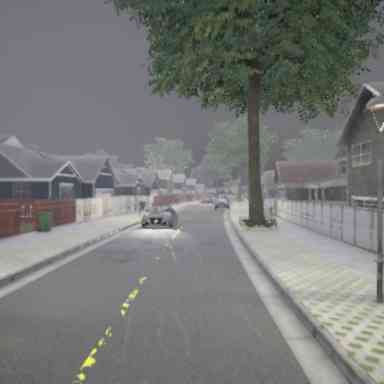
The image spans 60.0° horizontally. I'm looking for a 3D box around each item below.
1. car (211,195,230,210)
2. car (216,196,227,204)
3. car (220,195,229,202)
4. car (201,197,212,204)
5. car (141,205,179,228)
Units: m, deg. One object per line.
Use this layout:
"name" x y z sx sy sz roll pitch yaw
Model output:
"car" 3.942 1.544 43.527 1.812 1.442 4.674 0 0 8
"car" 5.896 1.587 65.279 1.812 1.442 4.674 0 -1 10
"car" 7.610 1.472 76.717 1.812 1.442 4.674 0 0 8
"car" 2.985 1.611 63.525 1.994 1.385 4.181 0 0 8
"car" -2.026 1.552 21.875 1.994 1.385 4.181 0 0 4
